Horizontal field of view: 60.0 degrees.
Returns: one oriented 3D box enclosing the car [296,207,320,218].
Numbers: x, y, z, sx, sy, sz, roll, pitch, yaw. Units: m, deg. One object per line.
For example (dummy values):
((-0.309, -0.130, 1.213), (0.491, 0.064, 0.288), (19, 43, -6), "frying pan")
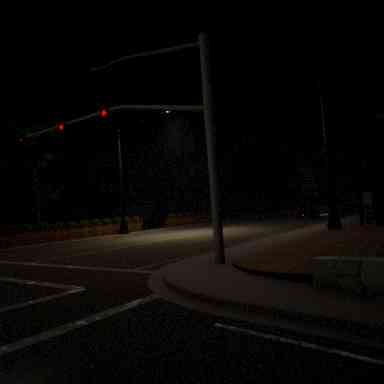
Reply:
((15.485, 2.673, 44.232), (1.895, 1.301, 4.718), (-6, -4, 37), "car")
